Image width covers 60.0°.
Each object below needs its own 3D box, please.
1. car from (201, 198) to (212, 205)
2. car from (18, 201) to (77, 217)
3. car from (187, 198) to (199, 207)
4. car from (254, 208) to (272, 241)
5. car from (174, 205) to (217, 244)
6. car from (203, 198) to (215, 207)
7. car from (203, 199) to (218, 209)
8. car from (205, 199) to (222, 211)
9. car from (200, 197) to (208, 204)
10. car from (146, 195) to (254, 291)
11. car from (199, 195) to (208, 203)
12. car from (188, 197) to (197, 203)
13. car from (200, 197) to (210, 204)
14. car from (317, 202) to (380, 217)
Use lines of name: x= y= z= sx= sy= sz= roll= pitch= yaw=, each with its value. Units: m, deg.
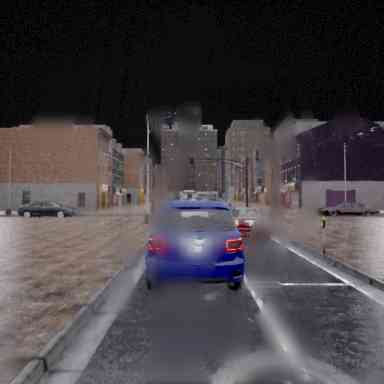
car: x=2.741 y=1.846 z=65.303 sx=1.947 sy=1.339 sz=4.313 roll=1 pitch=-1 yaw=0
car: x=-12.484 y=1.534 z=28.886 sx=4.892 sy=1.490 sz=1.837 roll=0 pitch=-2 yaw=2
car: x=0.180 y=1.717 z=54.655 sx=1.812 sy=1.442 sz=4.674 roll=0 pitch=0 yaw=0
car: x=2.682 y=1.462 z=16.807 sx=1.967 sy=1.590 sz=4.097 roll=2 pitch=0 yaw=0
car: x=0.118 y=1.500 z=16.994 sx=1.882 sy=1.535 sz=5.008 roll=0 pitch=0 yaw=-1
car: x=2.728 y=1.716 z=54.598 sx=1.752 sy=1.417 sz=4.829 roll=1 pitch=0 yaw=0
car: x=2.719 y=1.717 z=48.991 sx=1.947 sy=1.339 sz=4.313 roll=1 pitch=0 yaw=0
car: x=2.713 y=1.684 z=43.554 sx=1.947 sy=1.339 sz=4.313 roll=1 pitch=0 yaw=0
car: x=2.756 y=1.911 z=76.348 sx=1.752 sy=1.417 sz=4.829 roll=1 pitch=-1 yaw=0
car: x=0.052 y=1.230 z=9.199 sx=2.150 sy=2.045 sz=5.566 roll=0 pitch=0 yaw=-1
car: x=2.767 y=1.755 z=81.619 sx=2.192 sy=1.841 sz=5.009 roll=1 pitch=-1 yaw=0
car: x=0.112 y=1.994 z=84.225 sx=2.128 sy=1.511 sz=4.902 roll=0 pitch=-1 yaw=0
car: x=2.749 y=1.858 z=70.910 sx=1.752 sy=1.417 sz=4.829 roll=1 pitch=-1 yaw=0
car: x=14.755 y=1.621 z=31.586 sx=5.357 sy=1.411 sz=2.033 roll=0 pitch=-2 yaw=3
